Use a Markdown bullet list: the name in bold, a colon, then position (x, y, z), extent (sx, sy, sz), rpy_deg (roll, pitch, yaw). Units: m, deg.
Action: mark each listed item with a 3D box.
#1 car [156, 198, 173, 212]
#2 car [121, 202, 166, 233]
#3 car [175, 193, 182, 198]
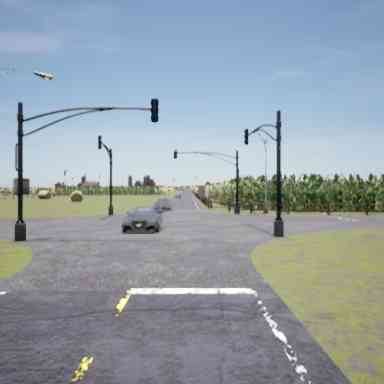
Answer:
- **car**: position (-3.219, 1.430, 37.164), extent (1.837, 1.490, 4.892), rpy_deg (0, 2, -2)
- **car**: position (-2.766, 1.509, 19.143), extent (1.994, 1.385, 4.181), rpy_deg (0, 0, -1)
- **car**: position (-3.940, 1.051, 95.099), extent (1.895, 1.301, 4.718), rpy_deg (0, 0, -1)
